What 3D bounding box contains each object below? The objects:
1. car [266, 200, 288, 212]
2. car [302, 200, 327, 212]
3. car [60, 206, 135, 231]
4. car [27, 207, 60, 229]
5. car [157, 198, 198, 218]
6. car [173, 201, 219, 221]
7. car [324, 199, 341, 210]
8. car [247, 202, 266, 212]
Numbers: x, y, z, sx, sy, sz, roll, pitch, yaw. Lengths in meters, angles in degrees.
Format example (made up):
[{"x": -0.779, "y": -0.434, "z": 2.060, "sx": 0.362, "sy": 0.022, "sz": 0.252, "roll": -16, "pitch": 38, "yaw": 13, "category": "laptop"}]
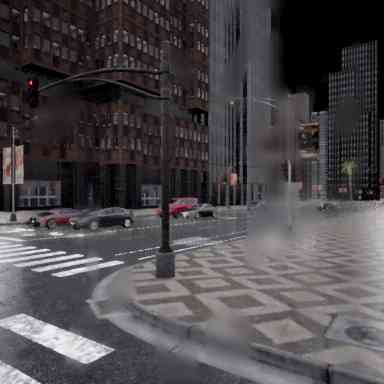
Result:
[{"x": 13.191, "y": 2.259, "z": 49.837, "sx": 1.812, "sy": 1.442, "sz": 4.674, "roll": 0, "pitch": -1, "yaw": 35, "category": "car"}, {"x": 19.305, "y": 2.373, "z": 52.742, "sx": 2.033, "sy": 1.411, "sz": 5.357, "roll": 0, "pitch": -1, "yaw": 35, "category": "car"}, {"x": -6.022, "y": 1.748, "z": 22.568, "sx": 1.837, "sy": 1.490, "sz": 4.892, "roll": 0, "pitch": -1, "yaw": 35, "category": "car"}, {"x": -9.312, "y": 1.788, "z": 23.522, "sx": 1.994, "sy": 1.385, "sz": 4.181, "roll": 0, "pitch": -1, "yaw": 36, "category": "car"}, {"x": -1.316, "y": 1.644, "z": 34.951, "sx": 2.150, "sy": 2.045, "sz": 5.566, "roll": 0, "pitch": 0, "yaw": 35, "category": "car"}, {"x": 0.760, "y": 1.905, "z": 32.245, "sx": 2.128, "sy": 1.511, "sz": 4.902, "roll": 0, "pitch": -1, "yaw": 35, "category": "car"}, {"x": 26.025, "y": 2.509, "z": 62.314, "sx": 1.837, "sy": 1.490, "sz": 4.892, "roll": 0, "pitch": -1, "yaw": 35, "category": "car"}, {"x": 10.206, "y": 2.246, "z": 51.249, "sx": 1.812, "sy": 1.442, "sz": 4.674, "roll": 0, "pitch": -1, "yaw": 35, "category": "car"}]
